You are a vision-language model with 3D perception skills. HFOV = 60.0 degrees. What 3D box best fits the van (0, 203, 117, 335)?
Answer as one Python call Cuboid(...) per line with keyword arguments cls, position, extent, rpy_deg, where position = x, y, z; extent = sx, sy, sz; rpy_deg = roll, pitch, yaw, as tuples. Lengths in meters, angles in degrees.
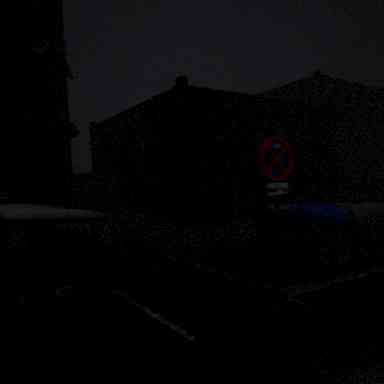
Cuboid(cls="van", position=(-3.194, 1.259, 6.868), extent=(1.878, 1.987, 4.442), rpy_deg=(0, 0, -36))
